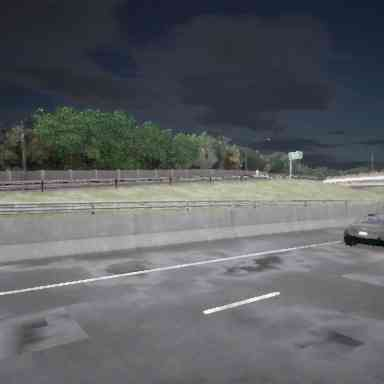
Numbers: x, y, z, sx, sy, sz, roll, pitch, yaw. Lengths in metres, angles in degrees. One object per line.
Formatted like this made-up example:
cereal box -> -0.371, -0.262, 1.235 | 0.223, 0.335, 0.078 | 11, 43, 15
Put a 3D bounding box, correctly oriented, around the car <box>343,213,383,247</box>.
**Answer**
car -> 8.270, 1.581, 14.067 | 4.181, 1.385, 1.994 | 0, 0, -35
